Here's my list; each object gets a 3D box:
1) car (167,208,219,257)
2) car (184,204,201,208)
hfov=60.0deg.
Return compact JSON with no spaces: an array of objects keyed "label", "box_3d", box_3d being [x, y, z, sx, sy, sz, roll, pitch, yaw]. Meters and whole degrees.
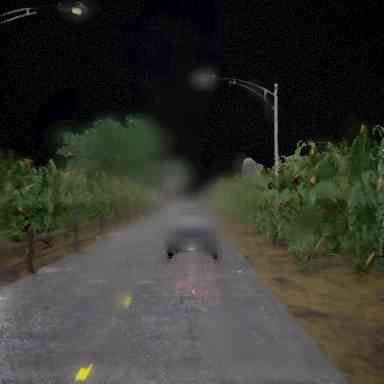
[{"label":"car","box_3d":[0.022,1.652,13.511,1.837,1.490,4.892,0,0,0]},{"label":"car","box_3d":[0.023,1.797,28.512,2.128,1.511,4.902,0,0,0]}]
